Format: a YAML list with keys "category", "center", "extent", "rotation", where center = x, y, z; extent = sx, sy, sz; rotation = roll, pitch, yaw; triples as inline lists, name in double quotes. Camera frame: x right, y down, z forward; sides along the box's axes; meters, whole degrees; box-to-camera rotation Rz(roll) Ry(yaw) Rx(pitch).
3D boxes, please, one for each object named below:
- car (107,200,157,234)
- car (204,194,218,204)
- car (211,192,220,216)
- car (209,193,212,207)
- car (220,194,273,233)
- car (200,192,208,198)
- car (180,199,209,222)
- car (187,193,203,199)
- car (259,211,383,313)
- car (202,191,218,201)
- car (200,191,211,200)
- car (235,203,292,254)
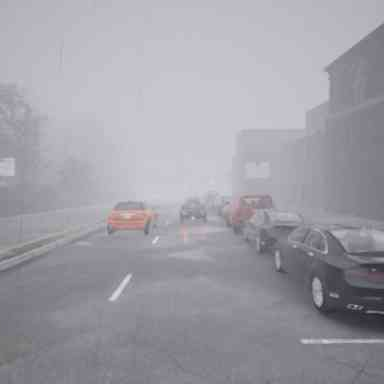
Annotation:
- category: "car"
  center: [-3.159, 1.237, 18.424]
  extent: [2.097, 1.767, 4.553]
  rotation: [0, 0, 0]
- category: "car"
  center: [3.195, 1.126, 57.279]
  extent: [2.231, 1.521, 4.892]
  rotation: [0, 0, 0]
- category: "car"
  center: [3.210, 1.170, 29.754]
  extent: [2.185, 1.767, 4.553]
  rotation: [0, 0, 0]
- category: "car"
  center: [3.207, 1.257, 35.496]
  extent: [1.946, 1.575, 5.366]
  rotation: [0, 0, 0]
- category: "car"
  center: [3.216, 1.112, 18.762]
  extent: [2.435, 2.045, 5.566]
  rotation: [0, 0, 0]
- category: "car"
  center: [3.179, 0.915, 90.746]
  extent: [1.946, 1.575, 5.366]
  rotation: [0, 0, 0]
- category: "car"
  center: [0.088, 1.448, 24.600]
  extent: [1.895, 1.301, 4.718]
  rotation: [0, 0, 0]
- category: "car"
  center: [0.079, 1.249, 41.451]
  extent: [1.837, 1.490, 4.892]
  rotation: [0, 1, 0]
- category: "car"
  center: [3.221, 1.434, 7.554]
  extent: [2.231, 1.521, 4.892]
  rotation: [0, 0, 0]
- category: "car"
  center: [3.199, 0.908, 51.787]
  extent: [2.435, 2.045, 5.566]
  rotation: [0, 0, 0]
- category: "car"
  center: [3.182, 0.737, 79.411]
  extent: [2.435, 2.045, 5.566]
  rotation: [0, 0, 0]
- category: "car"
  center: [3.221, 1.399, 13.080]
  extent: [2.231, 1.521, 4.892]
  rotation: [0, 0, 0]
